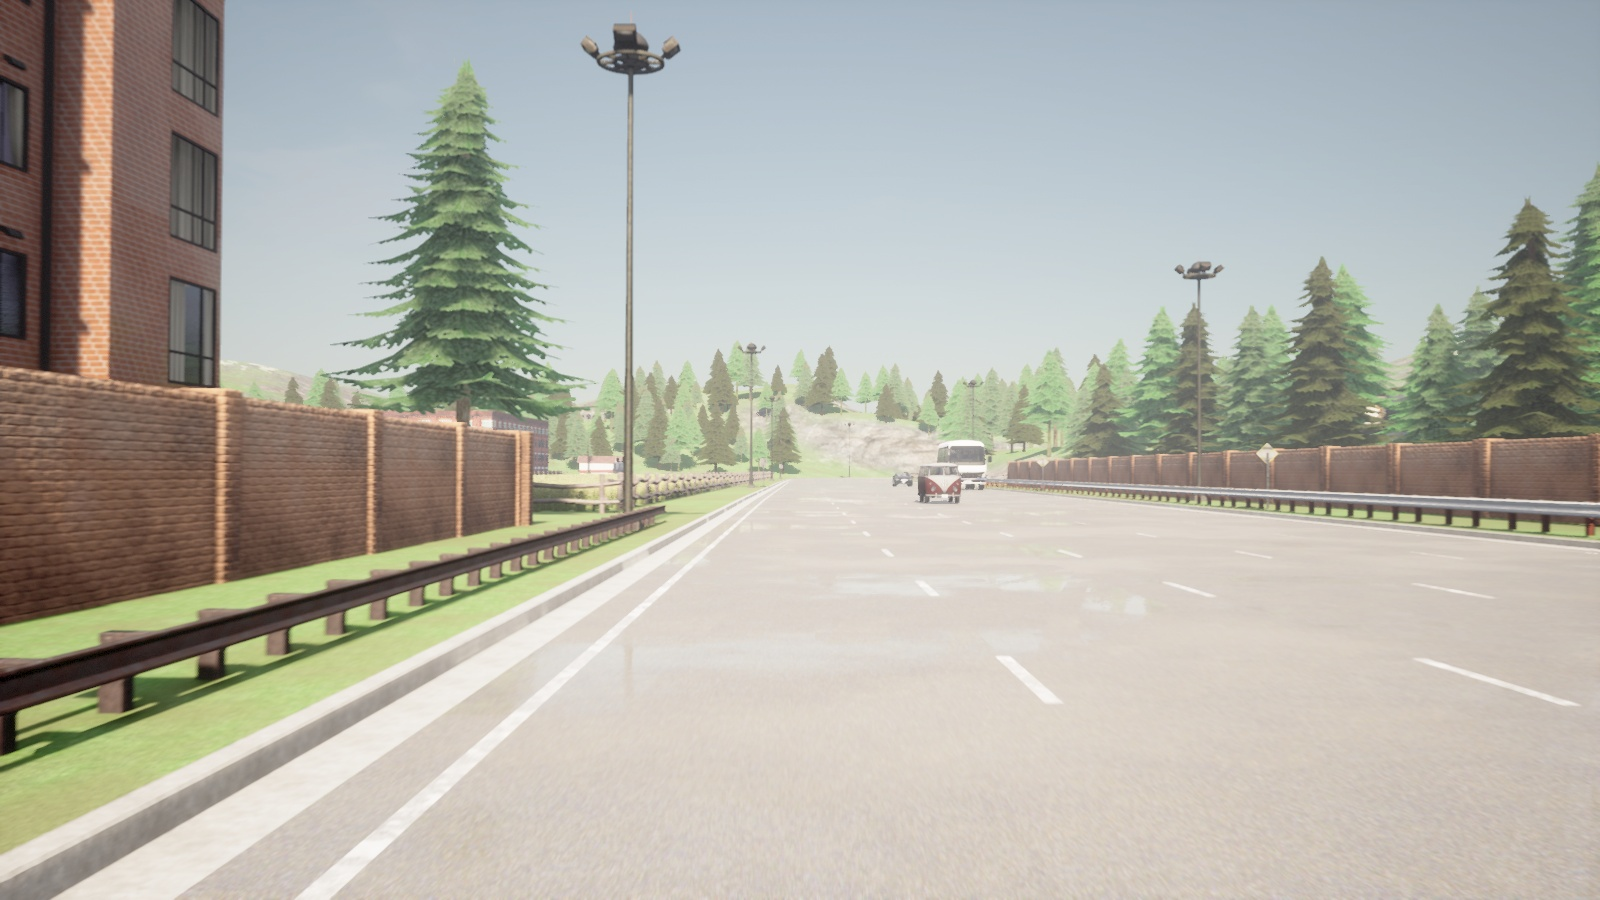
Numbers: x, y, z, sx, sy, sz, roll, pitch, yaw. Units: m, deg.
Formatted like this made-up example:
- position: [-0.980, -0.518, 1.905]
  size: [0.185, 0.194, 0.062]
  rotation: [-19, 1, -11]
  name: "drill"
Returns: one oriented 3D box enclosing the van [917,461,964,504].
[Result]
- position: [6.849, 1.570, 61.671]
  size: [1.775, 1.987, 4.442]
  rotation: [0, -1, 0]
  name: "van"
